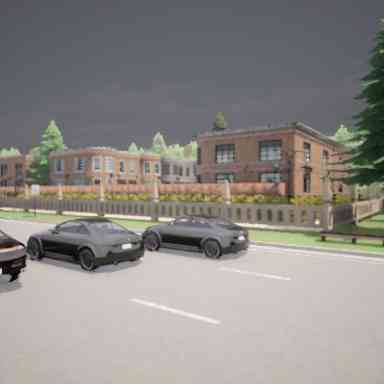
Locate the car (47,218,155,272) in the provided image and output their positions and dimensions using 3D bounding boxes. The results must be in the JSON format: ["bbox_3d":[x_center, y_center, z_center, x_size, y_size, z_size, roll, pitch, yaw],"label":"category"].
[{"bbox_3d":[-3.516,1.537,10.802,4.181,1.385,1.994,0,0,36],"label":"car"}]

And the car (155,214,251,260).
[{"bbox_3d":[0.070,1.543,12.541,4.181,1.385,1.994,0,0,36],"label":"car"}]

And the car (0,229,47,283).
[{"bbox_3d":[-6.069,1.462,8.322,4.902,1.511,2.128,0,0,36],"label":"car"}]
